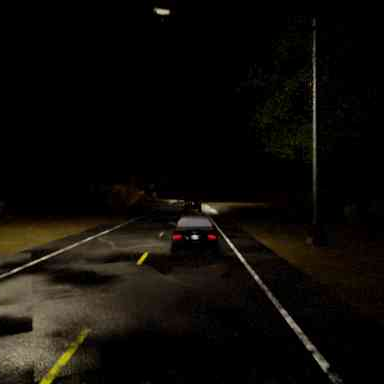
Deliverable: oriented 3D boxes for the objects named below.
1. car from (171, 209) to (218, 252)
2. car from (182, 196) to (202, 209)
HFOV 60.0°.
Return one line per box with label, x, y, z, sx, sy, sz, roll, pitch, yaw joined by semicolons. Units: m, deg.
car;0.102;1.672;14.402;2.033;1.411;5.357;0;0;0
car;0.120;1.582;44.843;2.150;2.045;5.566;0;0;0
